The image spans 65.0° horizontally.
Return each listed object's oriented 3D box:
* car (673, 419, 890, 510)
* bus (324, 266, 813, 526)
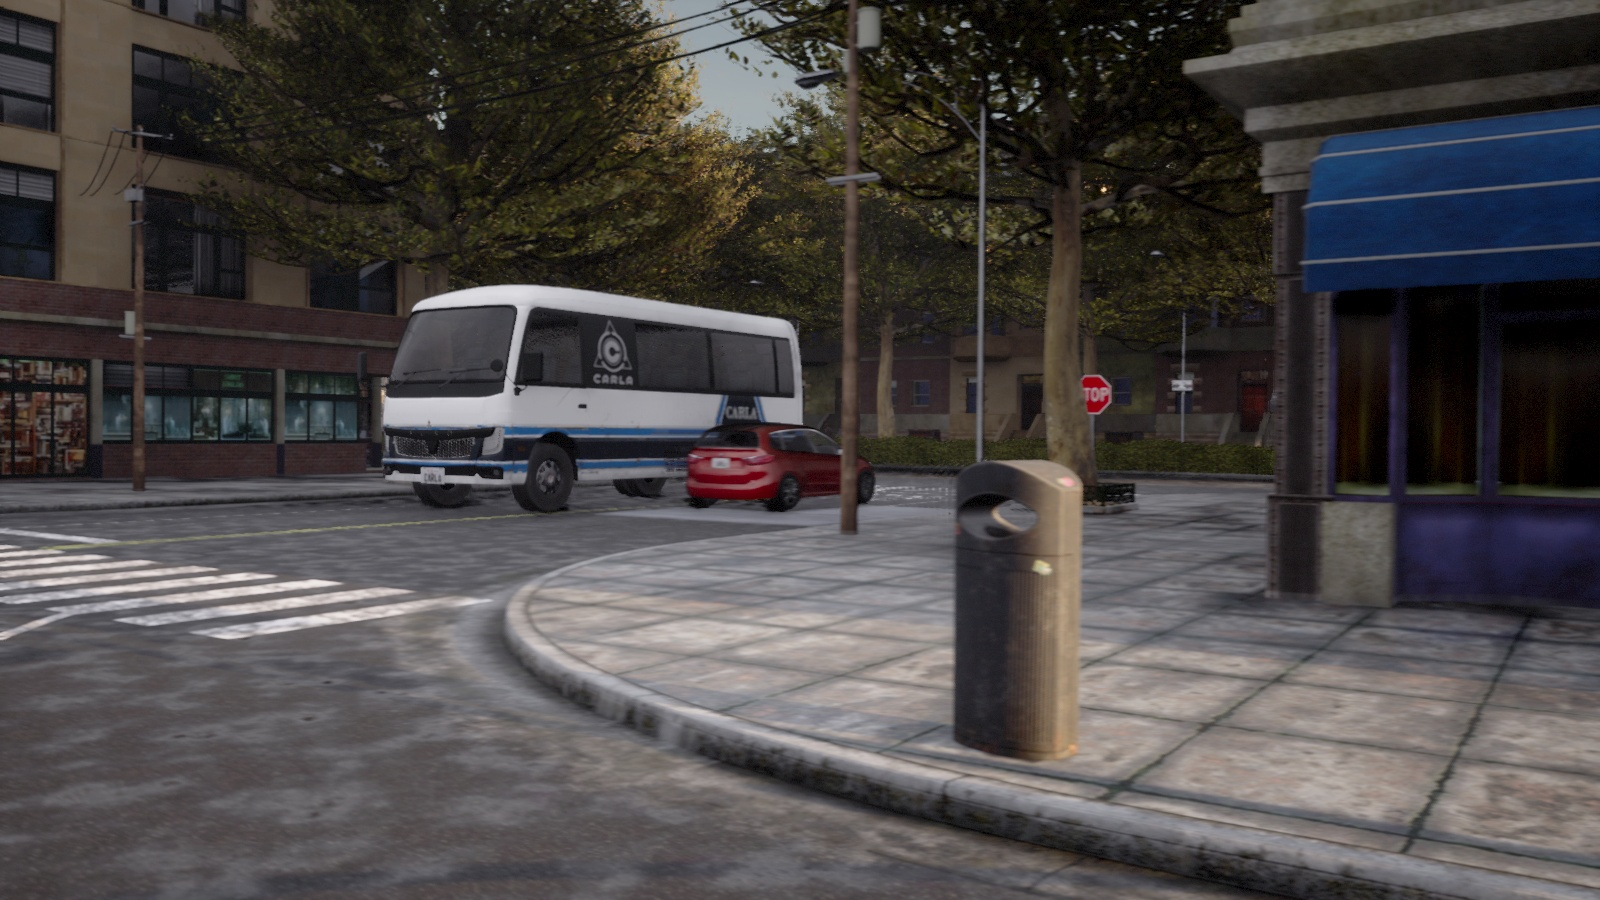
[{"bbox_3d":[-0.252,0.227,25.555,2.242,1.667,4.611,0,1,32],"label":"car"},{"bbox_3d":[-4.147,-0.964,25.955,3.944,4.253,10.273,0,1,32],"label":"bus"}]
